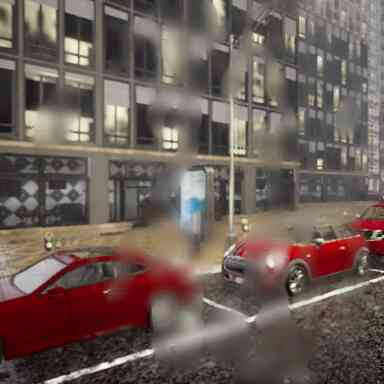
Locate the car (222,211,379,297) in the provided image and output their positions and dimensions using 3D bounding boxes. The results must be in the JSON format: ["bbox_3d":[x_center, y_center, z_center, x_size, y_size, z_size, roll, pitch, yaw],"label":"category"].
[{"bbox_3d":[2.692,1.427,8.483,4.097,1.590,1.967,0,0,-35],"label":"car"}]

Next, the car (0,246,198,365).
[{"bbox_3d":[-1.827,1.580,5.259,4.206,1.307,1.802,0,0,-35],"label":"car"}]

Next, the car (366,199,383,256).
[{"bbox_3d":[7.211,1.291,11.705,5.009,1.841,2.192,0,0,-35],"label":"car"}]

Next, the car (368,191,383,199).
[{"bbox_3d":[28.846,0.749,53.760,2.192,1.841,5.009,1,0,-36],"label":"car"}]
